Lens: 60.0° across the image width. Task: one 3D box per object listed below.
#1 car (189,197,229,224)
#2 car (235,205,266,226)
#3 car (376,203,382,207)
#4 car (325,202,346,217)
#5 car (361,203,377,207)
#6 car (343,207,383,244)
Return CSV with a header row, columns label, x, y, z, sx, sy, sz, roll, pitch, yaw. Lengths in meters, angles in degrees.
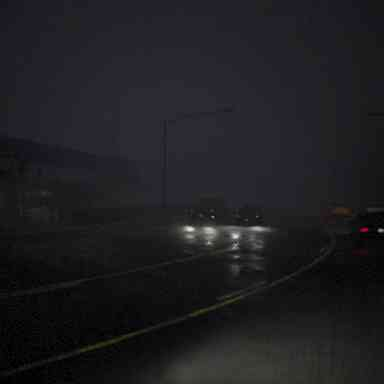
label,x,y,z,sx,sy,sz,roll,pitch,yaw
car,1.547,1.440,27.576,2.150,2.045,5.566,0,-1,19
car,4.623,1.743,25.780,1.812,1.442,4.674,0,-1,19
car,15.129,1.713,24.193,1.882,1.535,5.008,0,0,19
car,15.260,1.800,35.184,1.882,1.535,5.008,0,0,18
car,18.743,1.853,34.585,1.812,1.442,4.674,0,-1,18
car,8.873,1.702,16.370,2.033,1.411,5.357,0,-1,21
